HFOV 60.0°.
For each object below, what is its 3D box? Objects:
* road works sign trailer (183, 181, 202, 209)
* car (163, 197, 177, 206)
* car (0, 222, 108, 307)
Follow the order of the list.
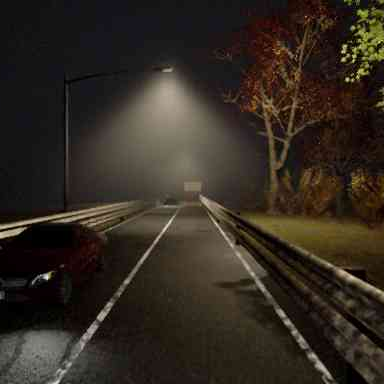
[{"bbox_3d":[0.074,0.319,43.417,2.380,3.560,2.880,0,0,0],"label":"road works sign trailer"},{"bbox_3d":[-3.247,1.395,50.625,1.994,1.385,4.181,0,0,0],"label":"car"},{"bbox_3d":[-3.338,1.498,8.020,1.812,1.442,4.674,0,0,0],"label":"car"}]
